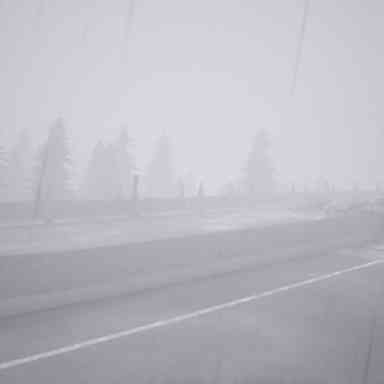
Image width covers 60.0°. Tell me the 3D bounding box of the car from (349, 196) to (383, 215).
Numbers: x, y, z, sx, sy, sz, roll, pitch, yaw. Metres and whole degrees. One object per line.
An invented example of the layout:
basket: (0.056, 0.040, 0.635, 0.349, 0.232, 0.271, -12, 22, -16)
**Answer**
car: (12.852, 1.123, 21.749, 5.357, 1.411, 2.033, -1, 1, -35)

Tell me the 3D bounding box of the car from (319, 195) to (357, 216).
car: (12.133, 1.068, 25.530, 4.674, 1.442, 1.812, -2, 1, -35)

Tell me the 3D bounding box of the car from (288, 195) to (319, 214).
car: (10.273, 1.029, 28.502, 4.902, 1.511, 2.128, -2, 1, -35)
